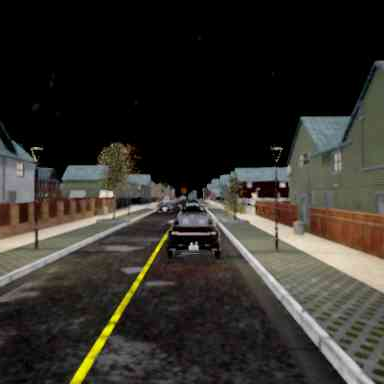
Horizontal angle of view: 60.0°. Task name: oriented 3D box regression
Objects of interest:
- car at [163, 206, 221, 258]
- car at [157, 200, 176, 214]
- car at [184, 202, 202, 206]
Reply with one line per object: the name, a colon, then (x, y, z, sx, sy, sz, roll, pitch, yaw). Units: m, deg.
car: (0.070, 1.527, 12.816, 2.128, 1.511, 4.902, 0, 0, 0)
car: (-2.820, 1.630, 37.314, 2.128, 1.511, 4.902, 0, 0, 0)
car: (0.068, 1.596, 27.421, 1.837, 1.490, 4.892, 0, 0, 0)
